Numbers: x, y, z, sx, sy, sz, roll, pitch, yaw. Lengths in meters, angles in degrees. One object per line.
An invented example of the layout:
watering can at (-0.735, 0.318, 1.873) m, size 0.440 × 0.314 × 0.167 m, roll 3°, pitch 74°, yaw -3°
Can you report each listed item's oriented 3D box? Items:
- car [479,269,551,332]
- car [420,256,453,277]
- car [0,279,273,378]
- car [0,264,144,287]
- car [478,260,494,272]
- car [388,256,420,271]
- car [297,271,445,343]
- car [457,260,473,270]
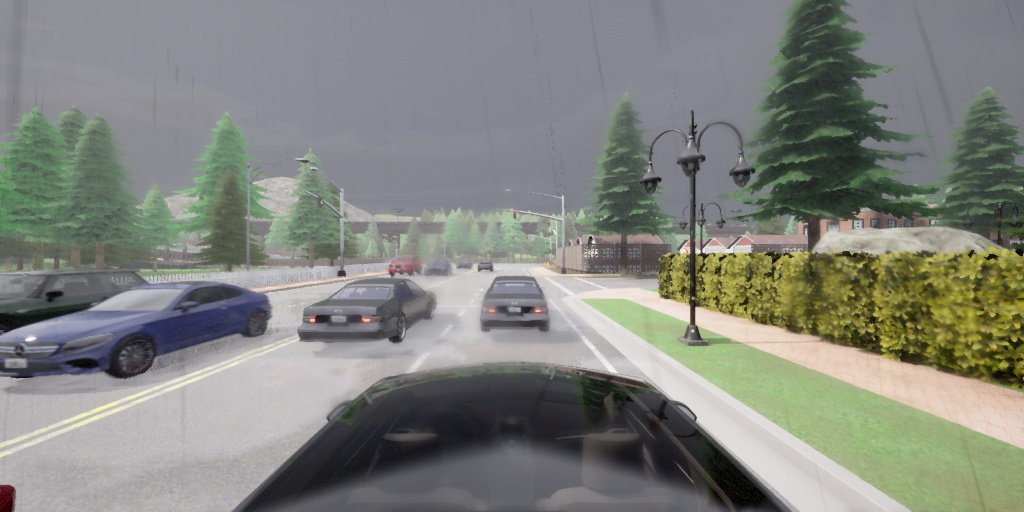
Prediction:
car at (0.085, 1.297, 10.839) m, size 2.033 × 1.411 × 5.357 m, roll 0°, pitch 0°, yaw 0°
car at (-7.092, 1.102, 34.888) m, size 2.097 × 1.767 × 4.553 m, roll 0°, pitch 0°, yaw 0°
car at (-7.086, 1.276, 7.448) m, size 1.812 × 1.442 × 4.674 m, roll 0°, pitch 0°, yaw 0°
car at (-10.599, 1.102, 7.971) m, size 2.097 × 1.767 × 4.553 m, roll 0°, pitch 0°, yaw 0°
car at (-3.395, 1.241, 46.713) m, size 2.128 × 1.511 × 4.902 m, roll 0°, pitch 0°, yaw 0°
car at (-10.593, 0.971, 36.125) m, size 2.150 × 2.045 × 5.566 m, roll 0°, pitch 0°, yaw 0°
car at (-3.416, 1.297, 9.624) m, size 2.033 × 1.411 × 5.357 m, roll 0°, pitch 0°, yaw 0°
car at (-6.995, 1.363, 53.776) m, size 2.033 × 1.411 × 5.357 m, roll 0°, pitch 0°, yaw 0°
